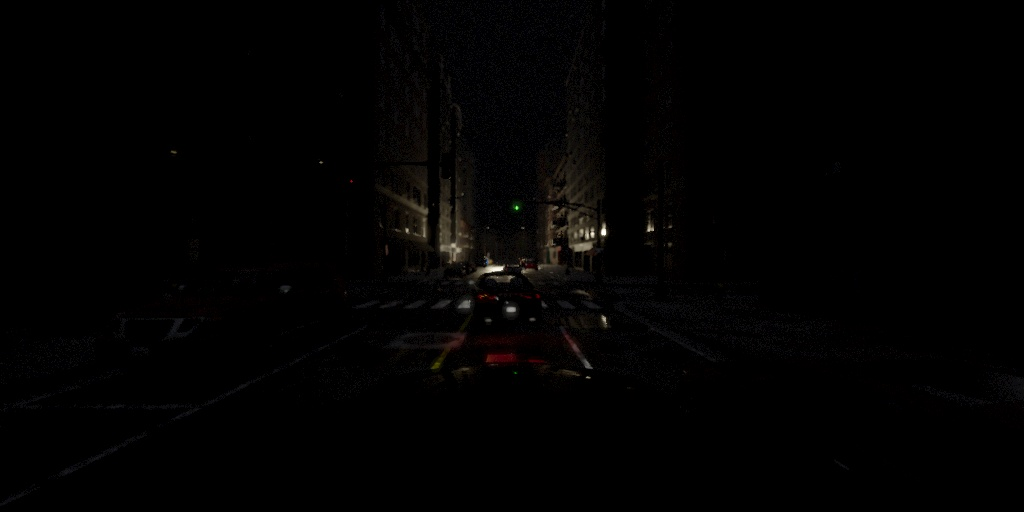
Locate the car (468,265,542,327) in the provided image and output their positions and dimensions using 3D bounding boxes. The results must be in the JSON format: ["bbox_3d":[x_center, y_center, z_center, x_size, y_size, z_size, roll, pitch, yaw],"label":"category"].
[{"bbox_3d":[-0.360,1.235,11.704,1.882,1.535,5.008,0,0,-8],"label":"car"}]

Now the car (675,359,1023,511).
[{"bbox_3d":[2.638,1.332,2.286,1.802,1.307,4.207,0,0,0],"label":"car"}]

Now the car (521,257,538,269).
[{"bbox_3d":[2.646,1.219,50.527,1.967,1.591,4.097,0,0,0],"label":"car"}]

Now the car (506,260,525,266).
[{"bbox_3d":[0.107,1.375,37.575,1.895,1.301,4.718,0,0,0],"label":"car"}]

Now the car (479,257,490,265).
[{"bbox_3d":[-5.377,1.348,61.443,1.948,1.339,4.313,0,0,0],"label":"car"}]

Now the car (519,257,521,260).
[{"bbox_3d":[2.648,1.222,61.436,1.967,1.591,4.097,0,0,0],"label":"car"}]

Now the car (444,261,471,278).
[{"bbox_3d":[-5.382,1.323,34.173,2.007,1.370,4.403,0,0,0],"label":"car"}]

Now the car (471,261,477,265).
[{"bbox_3d":[-5.381,1.320,39.627,1.888,1.381,4.507,0,0,0],"label":"car"}]

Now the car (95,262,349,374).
[{"bbox_3d":[-5.386,1.069,7.709,2.192,1.841,5.009,0,0,0],"label":"car"}]

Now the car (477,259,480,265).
[{"bbox_3d":[-5.380,1.303,44.911,1.751,1.417,4.829,0,0,0],"label":"car"}]
